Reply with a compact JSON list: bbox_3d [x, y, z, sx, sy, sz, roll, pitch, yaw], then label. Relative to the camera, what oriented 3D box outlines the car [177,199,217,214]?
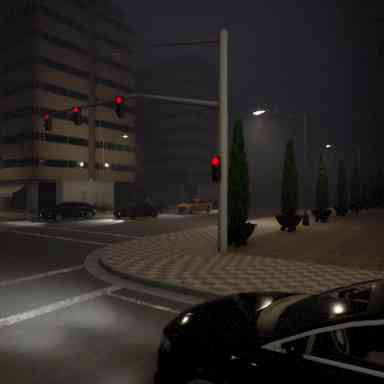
[{"bbox_3d":[0.311,1.528,36.346,1.882,1.535,5.008,0,0,35],"label":"car"}]

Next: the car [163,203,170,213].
[{"bbox_3d":[-4.593,1.597,35.470,2.033,1.411,5.357,0,0,35],"label":"car"}]

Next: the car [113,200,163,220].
[{"bbox_3d":[-4.837,1.614,29.058,1.994,1.385,4.181,0,0,35],"label":"car"}]

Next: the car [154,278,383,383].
[{"bbox_3d":[1.853,1.492,2.652,4.902,1.511,2.128,0,0,36],"label":"car"}]

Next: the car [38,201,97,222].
[{"bbox_3d":[-10.212,1.554,27.513,1.837,1.490,4.892,0,0,35],"label":"car"}]
